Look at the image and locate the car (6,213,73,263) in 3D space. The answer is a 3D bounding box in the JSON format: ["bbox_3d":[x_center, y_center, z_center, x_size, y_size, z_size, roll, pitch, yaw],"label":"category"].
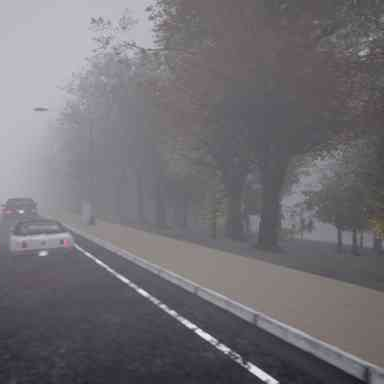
[{"bbox_3d":[-5.897,1.721,12.718,1.895,1.301,4.718,0,0,-29],"label":"car"}]

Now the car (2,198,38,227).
[{"bbox_3d":[-12.988,1.475,25.168,2.150,2.045,5.566,0,0,-29],"label":"car"}]
